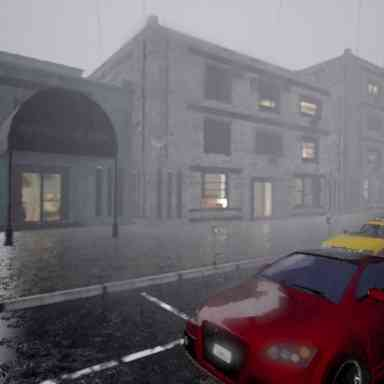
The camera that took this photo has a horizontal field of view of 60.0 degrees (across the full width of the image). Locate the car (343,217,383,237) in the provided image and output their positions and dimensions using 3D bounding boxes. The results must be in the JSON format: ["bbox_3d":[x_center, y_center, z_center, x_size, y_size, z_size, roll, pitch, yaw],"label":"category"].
[{"bbox_3d":[6.105,1.538,10.880,4.829,1.417,1.752,0,1,-35],"label":"car"}]

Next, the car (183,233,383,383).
[{"bbox_3d":[1.954,1.568,4.761,4.181,1.385,1.994,0,0,-35],"label":"car"}]
